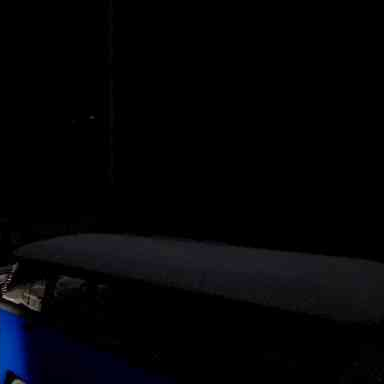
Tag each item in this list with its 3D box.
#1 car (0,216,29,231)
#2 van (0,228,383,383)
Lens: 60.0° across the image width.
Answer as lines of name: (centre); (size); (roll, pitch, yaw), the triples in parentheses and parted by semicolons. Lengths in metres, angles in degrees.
car: (-4.716, 1.361, 6.173); (5.009, 1.841, 2.192); (0, 0, 35)
van: (-0.228, 1.353, 2.972); (3.998, 1.788, 1.690); (0, 0, 35)
